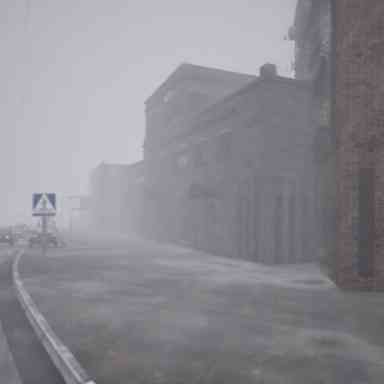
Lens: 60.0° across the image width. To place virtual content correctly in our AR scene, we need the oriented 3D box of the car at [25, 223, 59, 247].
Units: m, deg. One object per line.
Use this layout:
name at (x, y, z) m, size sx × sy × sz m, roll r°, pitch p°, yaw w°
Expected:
car at (-11.067, 3.317, 24.888) m, size 2.002 × 1.452 × 4.674 m, roll 3°, pitch -6°, yaw -23°

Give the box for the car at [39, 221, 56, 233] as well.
car at (-21.821, 5.241, 50.301) m, size 2.185 × 1.767 × 4.553 m, roll 1°, pitch -5°, yaw -23°

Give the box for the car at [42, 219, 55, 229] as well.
car at (-30.374, 6.780, 70.550) m, size 2.435 × 2.045 × 5.566 m, roll 1°, pitch -5°, yaw -23°

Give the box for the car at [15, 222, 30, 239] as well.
car at (-19.196, 4.290, 36.006) m, size 2.033 × 1.411 × 5.357 m, roll 1°, pitch -5°, yaw -23°

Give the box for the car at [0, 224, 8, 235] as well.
car at (-27.243, 5.258, 46.744) m, size 1.895 × 1.301 × 4.718 m, roll 1°, pitch -5°, yaw -23°

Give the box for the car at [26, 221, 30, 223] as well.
car at (-23.122, 4.996, 45.091) m, size 1.837 × 1.490 × 4.892 m, roll 1°, pitch -5°, yaw -23°

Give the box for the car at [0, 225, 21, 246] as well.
car at (-15.226, 3.578, 26.700) m, size 1.895 × 1.301 × 4.718 m, roll 1°, pitch -5°, yaw -23°

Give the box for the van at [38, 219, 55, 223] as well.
van at (-15.398, 3.891, 35.105) m, size 1.878 × 1.987 × 4.442 m, roll 1°, pitch -5°, yaw -23°

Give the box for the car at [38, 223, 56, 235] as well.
car at (-19.637, 4.981, 45.125) m, size 2.002 × 1.452 × 4.674 m, roll 1°, pitch -5°, yaw -23°
